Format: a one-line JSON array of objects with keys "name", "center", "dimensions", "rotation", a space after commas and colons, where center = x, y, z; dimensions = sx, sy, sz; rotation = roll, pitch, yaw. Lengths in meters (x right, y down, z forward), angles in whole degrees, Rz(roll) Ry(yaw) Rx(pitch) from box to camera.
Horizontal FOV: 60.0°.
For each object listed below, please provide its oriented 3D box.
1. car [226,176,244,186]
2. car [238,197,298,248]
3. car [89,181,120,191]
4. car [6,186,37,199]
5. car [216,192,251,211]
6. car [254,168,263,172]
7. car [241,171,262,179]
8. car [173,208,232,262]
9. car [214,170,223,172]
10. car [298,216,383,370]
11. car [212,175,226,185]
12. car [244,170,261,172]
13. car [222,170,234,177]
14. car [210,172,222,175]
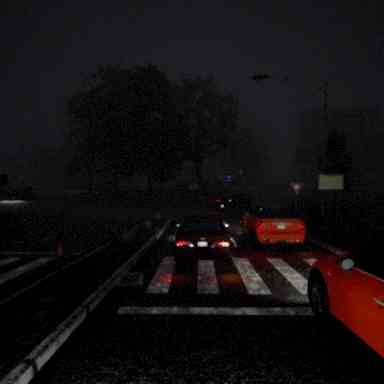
[{"name": "car", "center": [8.251, -1.835, 64.353], "dimensions": [1.895, 1.301, 4.718], "rotation": [0, 5, -2]}, {"name": "car", "center": [3.468, 1.308, 14.764], "dimensions": [2.097, 1.767, 4.553], "rotation": [0, 1, 2]}, {"name": "car", "center": [-14.214, -1.106, 54.022], "dimensions": [5.008, 1.535, 1.882], "rotation": [-3, 5, -40]}, {"name": "car", "center": [-20.019, 0.038, 39.351], "dimensions": [2.033, 1.411, 5.357], "rotation": [0, 4, -7]}, {"name": "car", "center": [3.871, 0.739, 28.900], "dimensions": [1.837, 1.490, 4.892], "rotation": [1, 4, 35]}, {"name": "car", "center": [16.299, -4.964, 93.581], "dimensions": [5.566, 2.045, 2.435], "rotation": [1, 6, 11]}, {"name": "car", "center": [14.724, -3.941, 85.537], "dimensions": [4.892, 1.521, 2.231], "rotation": [1, 5, 11]}, {"name": "car", "center": [0.371, 1.523, 12.011], "dimensions": [2.033, 1.411, 5.357], "rotation": [0, 0, 2]}, {"name": "car", "center": [7.851, -4.449, 91.078], "dimensions": [1.882, 1.535, 5.008], "rotation": [1, 6, 11]}, {"name": "car", "center": [3.202, 1.350, 4.406], "dimensions": [2.097, 1.767, 4.553], "rotation": [0, 0, 1]}, {"name": "car", "center": [5.193, -2.108, 66.967], "dimensions": [1.994, 1.385, 4.181], "rotation": [0, 5, 1]}, {"name": "car", "center": [15.276, -4.323, 88.212], "dimensions": [4.553, 1.767, 2.185], "rotation": [1, 6, 11]}, {"name": "car", "center": [8.716, -3.460, 77.820], "dimensions": [2.150, 2.045, 5.566], "rotation": [1, 5, 8]}, {"name": "car", "center": [5.755, -3.188, 78.335], "dimensions": [2.033, 1.411, 5.357], "rotation": [1, 5, 8]}]
